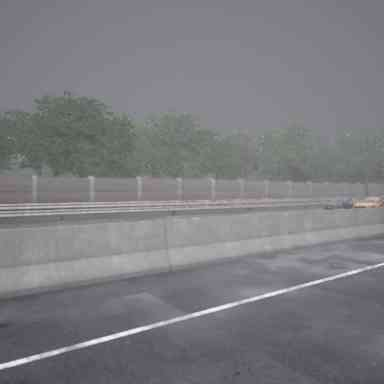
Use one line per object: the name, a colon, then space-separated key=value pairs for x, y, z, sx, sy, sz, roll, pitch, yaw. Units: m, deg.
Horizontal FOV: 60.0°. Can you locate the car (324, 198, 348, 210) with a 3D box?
car: x=16.924 y=1.414 z=37.560 sx=4.892 sy=1.490 sz=1.837 roll=0 pitch=0 yaw=-35

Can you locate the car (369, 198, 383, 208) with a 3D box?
car: x=18.220 y=1.481 z=29.890 sx=4.181 sy=1.385 sz=1.994 roll=0 pitch=0 yaw=-35

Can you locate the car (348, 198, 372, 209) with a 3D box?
car: x=18.728 y=1.388 z=34.550 sx=5.008 sy=1.535 sz=1.882 roll=0 pitch=0 yaw=-35
